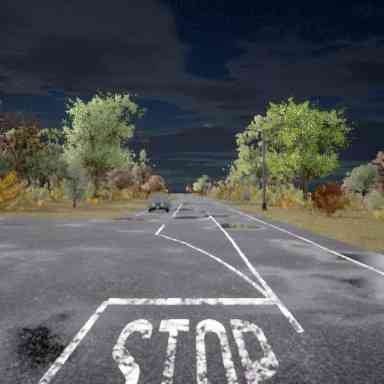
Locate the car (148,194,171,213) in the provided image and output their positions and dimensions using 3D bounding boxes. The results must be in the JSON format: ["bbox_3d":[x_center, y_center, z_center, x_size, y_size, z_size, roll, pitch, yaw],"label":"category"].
[{"bbox_3d":[-3.513,1.231,36.825,2.150,2.045,5.566,0,0,0],"label":"car"}]
